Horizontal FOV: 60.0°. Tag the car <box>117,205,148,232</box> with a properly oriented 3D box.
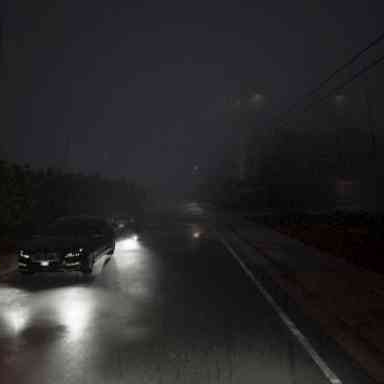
[{"bbox_3d":[-3.915,1.606,20.831,2.128,1.511,4.902,0,0,-1],"label":"car"}]

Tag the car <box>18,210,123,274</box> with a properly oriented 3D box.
[{"bbox_3d":[-3.761,1.571,10.844,1.837,1.490,4.892,0,0,-1],"label":"car"}]
